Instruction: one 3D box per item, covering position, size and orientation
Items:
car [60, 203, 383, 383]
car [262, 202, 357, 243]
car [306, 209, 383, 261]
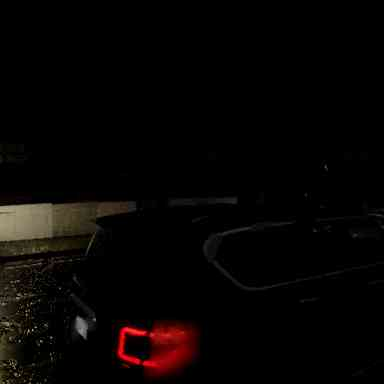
[{"bbox_3d":[1.267,1.167,4.321,5.566,2.045,2.150,-1,1,-35],"label":"car"},{"bbox_3d":[5.593,1.309,15.570,4.674,1.442,1.812,-1,1,-35],"label":"car"},{"bbox_3d":[6.451,1.404,12.201,4.718,1.301,1.895,-1,1,-35],"label":"car"}]
